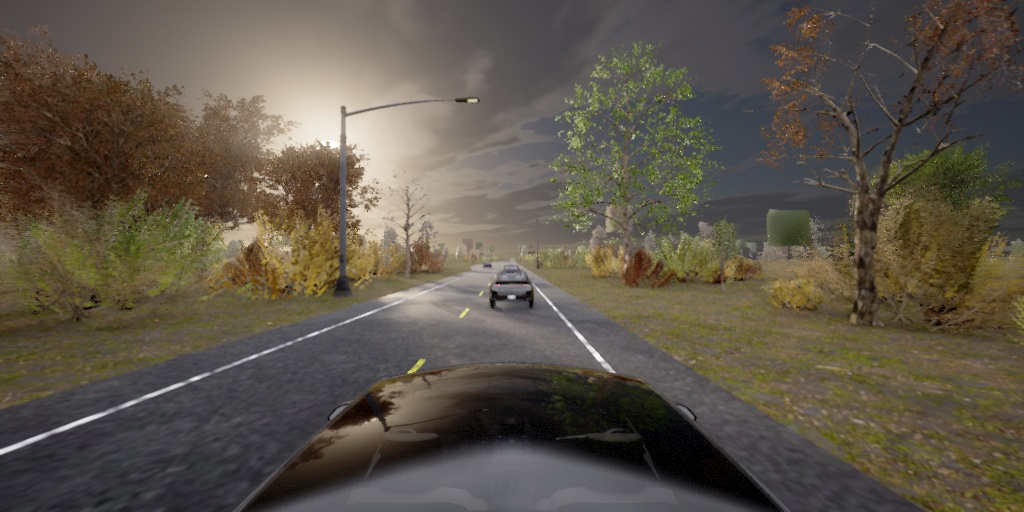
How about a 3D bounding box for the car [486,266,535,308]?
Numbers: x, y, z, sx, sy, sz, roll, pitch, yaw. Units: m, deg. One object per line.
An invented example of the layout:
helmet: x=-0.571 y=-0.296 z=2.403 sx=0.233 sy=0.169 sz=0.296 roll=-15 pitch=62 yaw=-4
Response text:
car: x=-0.012 y=1.378 z=16.156 sx=2.128 sy=1.511 sz=4.902 roll=0 pitch=0 yaw=0
